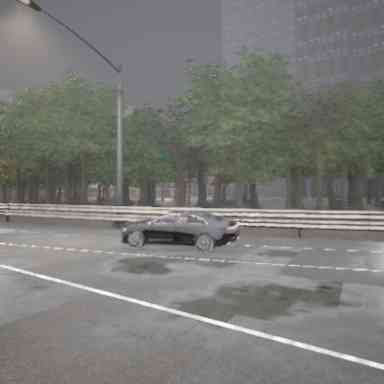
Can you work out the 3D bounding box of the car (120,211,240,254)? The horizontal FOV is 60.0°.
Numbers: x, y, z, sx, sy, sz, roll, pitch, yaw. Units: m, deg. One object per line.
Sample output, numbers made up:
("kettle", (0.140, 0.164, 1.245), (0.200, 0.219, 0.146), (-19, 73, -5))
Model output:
("car", (-0.516, 1.519, 13.427), (4.902, 1.511, 2.128), (0, 0, 20))
